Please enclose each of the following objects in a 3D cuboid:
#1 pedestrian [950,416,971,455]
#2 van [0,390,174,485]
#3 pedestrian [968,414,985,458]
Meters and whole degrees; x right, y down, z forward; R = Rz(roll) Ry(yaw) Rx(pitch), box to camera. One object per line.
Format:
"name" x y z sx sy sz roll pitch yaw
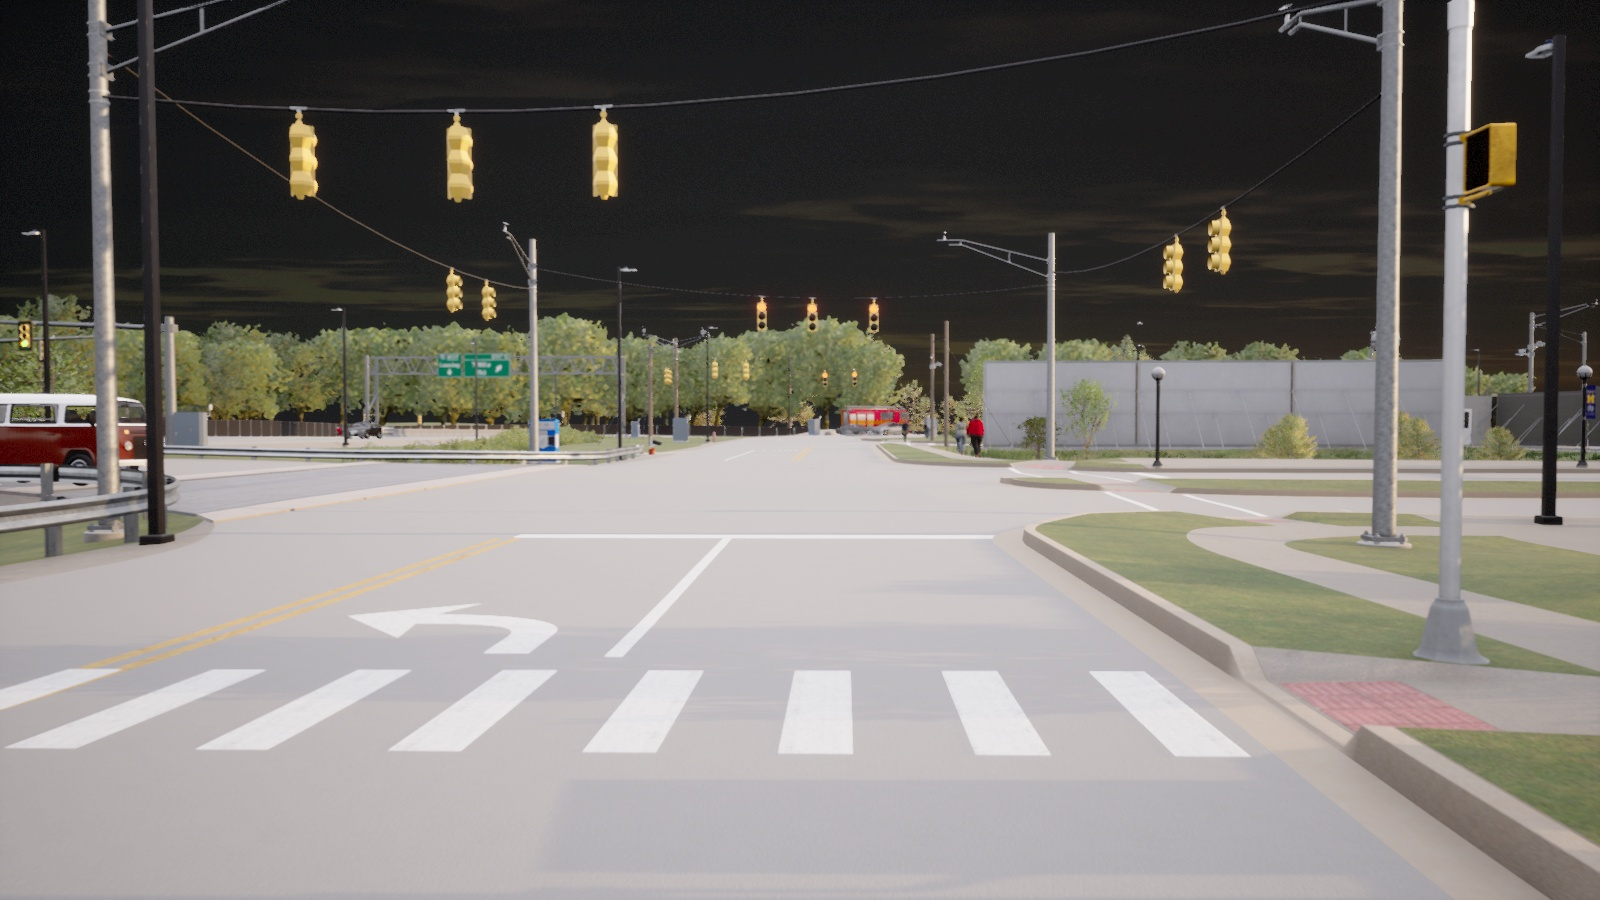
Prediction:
"pedestrian" 7.605 -0.696 59.447 0.874 1.855 0.900 0 2 2
"van" -16.781 -0.281 28.162 4.480 2.038 2.069 0 1 5
"pedestrian" 7.426 -0.611 52.924 0.634 1.844 0.899 0 2 2
